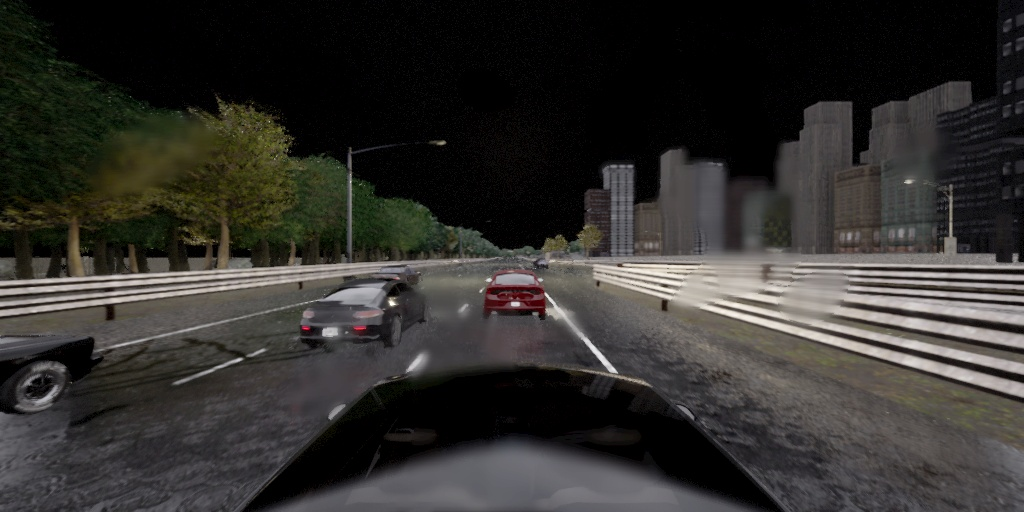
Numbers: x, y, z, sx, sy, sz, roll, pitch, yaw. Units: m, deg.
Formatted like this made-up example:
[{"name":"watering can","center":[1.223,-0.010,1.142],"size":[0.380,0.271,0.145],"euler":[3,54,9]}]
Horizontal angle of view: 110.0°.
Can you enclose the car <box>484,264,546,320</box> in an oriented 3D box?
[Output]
[{"name":"car","center":[0.101,1.221,12.714],"size":[1.882,1.535,5.008],"euler":[0,0,0]}]

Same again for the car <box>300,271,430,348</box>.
[{"name":"car","center":[-3.399,1.272,9.059],"size":[1.812,1.442,4.674],"euler":[0,0,0]}]

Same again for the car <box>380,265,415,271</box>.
[{"name":"car","center":[-6.895,1.281,21.839],"size":[2.033,1.411,5.357],"euler":[0,0,0]}]

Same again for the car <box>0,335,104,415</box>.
[{"name":"car","center":[-6.902,1.350,3.044],"size":[1.895,1.301,4.718],"euler":[0,0,0]}]

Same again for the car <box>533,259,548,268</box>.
[{"name":"car","center":[4.884,1.215,61.551],"size":[2.033,1.649,4.856],"euler":[0,0,-6]}]
